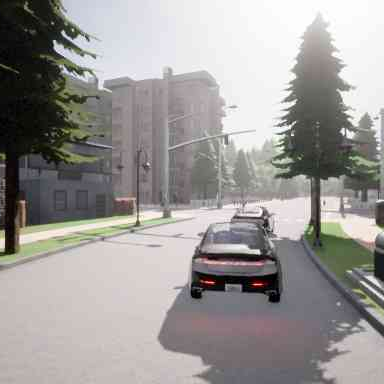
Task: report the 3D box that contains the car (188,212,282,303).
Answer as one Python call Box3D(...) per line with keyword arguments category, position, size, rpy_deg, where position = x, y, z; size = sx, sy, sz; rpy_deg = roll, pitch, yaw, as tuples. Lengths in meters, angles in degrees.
Box3D(category="car", position=(1.103, 1.492, 8.314), size=(2.128, 1.511, 4.902), rpy_deg=(0, 0, 9))

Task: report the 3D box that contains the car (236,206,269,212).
Box3D(category="car", position=(3.227, 1.491, 17.422), size=(2.128, 1.511, 4.902), rpy_deg=(0, 0, 18))
